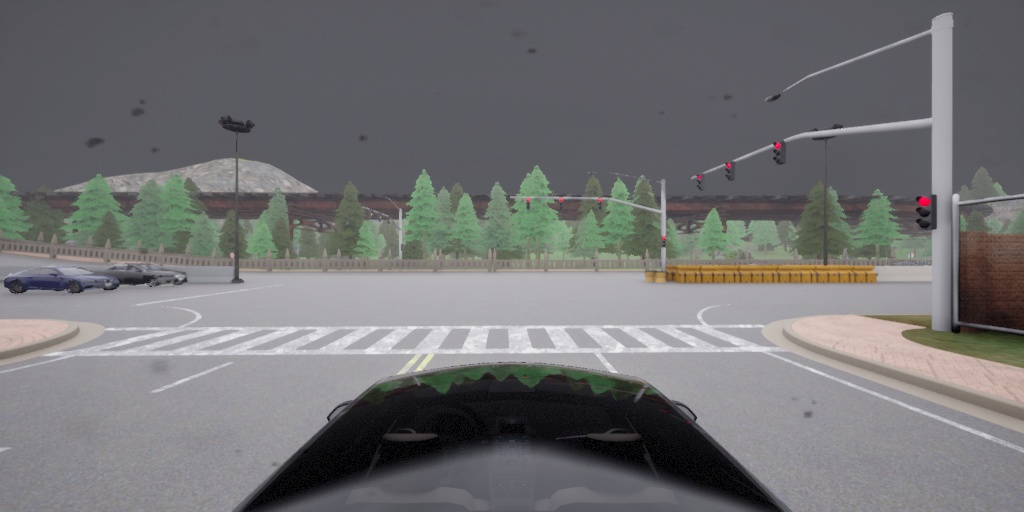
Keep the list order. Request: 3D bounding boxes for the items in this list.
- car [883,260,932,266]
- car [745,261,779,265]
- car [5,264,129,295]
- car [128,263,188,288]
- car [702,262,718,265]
[{"bbox_3d":[43.213,1.228,39.126,4.902,1.511,2.128,0,0,-1],"label":"car"},{"bbox_3d":[21.525,1.217,31.468,5.008,1.535,1.882,0,0,-2],"label":"car"},{"bbox_3d":[-24.176,1.262,19.338,4.674,1.442,1.812,1,0,-2],"label":"car"},{"bbox_3d":[-23.614,1.226,22.857,4.902,1.511,2.128,0,0,-2],"label":"car"},{"bbox_3d":[20.545,1.337,38.440,4.718,1.301,1.895,0,0,-2],"label":"car"}]
